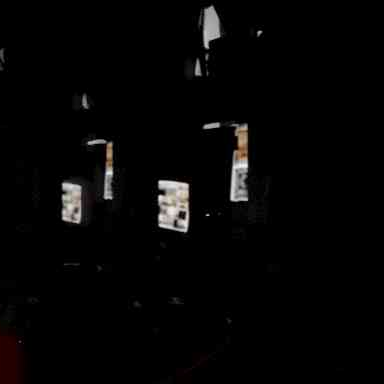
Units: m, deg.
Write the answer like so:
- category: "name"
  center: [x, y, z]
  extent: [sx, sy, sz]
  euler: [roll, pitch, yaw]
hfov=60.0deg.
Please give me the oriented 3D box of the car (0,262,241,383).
- category: "car"
  center: [-1.621, 1.555, 4.029]
  extent: [4.507, 1.381, 1.887]
  euler: [0, 0, 35]
